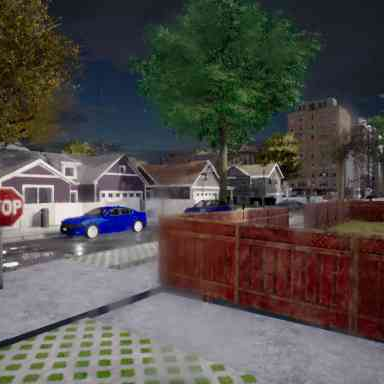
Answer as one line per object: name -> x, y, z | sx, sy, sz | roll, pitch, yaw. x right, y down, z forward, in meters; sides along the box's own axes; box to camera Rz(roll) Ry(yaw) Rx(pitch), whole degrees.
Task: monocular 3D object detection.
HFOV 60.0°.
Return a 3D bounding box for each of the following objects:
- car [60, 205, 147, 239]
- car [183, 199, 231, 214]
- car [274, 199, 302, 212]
car -> -4.574, 1.500, 17.809 | 1.882, 1.535, 5.008 | 0, 0, 36
car -> 1.217, 1.383, 25.856 | 2.097, 1.767, 4.553 | 0, 0, 36
car -> 11.782, 1.598, 40.462 | 2.033, 1.411, 5.357 | 0, 0, 36
